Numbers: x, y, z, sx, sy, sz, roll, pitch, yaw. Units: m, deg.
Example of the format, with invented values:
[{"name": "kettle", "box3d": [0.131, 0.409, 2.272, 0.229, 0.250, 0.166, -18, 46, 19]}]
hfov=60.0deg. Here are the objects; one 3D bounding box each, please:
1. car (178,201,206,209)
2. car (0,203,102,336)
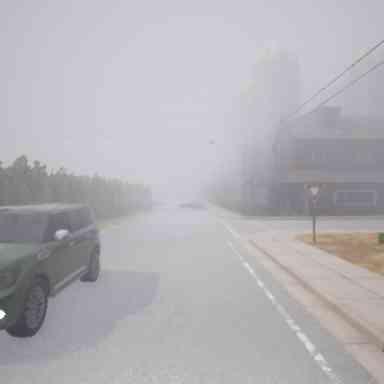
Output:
[{"name": "car", "box3d": [-0.035, 2.064, 53.085, 4.718, 1.301, 1.895, 0, -1, 44]}, {"name": "car", "box3d": [-3.576, 1.285, 7.131, 2.150, 2.045, 5.566, 0, -1, 0]}]
